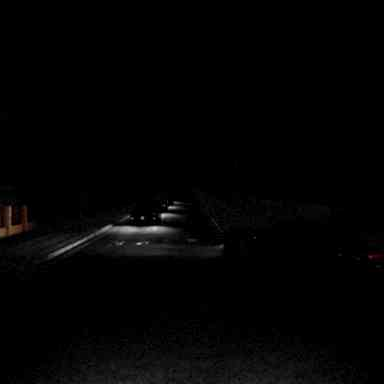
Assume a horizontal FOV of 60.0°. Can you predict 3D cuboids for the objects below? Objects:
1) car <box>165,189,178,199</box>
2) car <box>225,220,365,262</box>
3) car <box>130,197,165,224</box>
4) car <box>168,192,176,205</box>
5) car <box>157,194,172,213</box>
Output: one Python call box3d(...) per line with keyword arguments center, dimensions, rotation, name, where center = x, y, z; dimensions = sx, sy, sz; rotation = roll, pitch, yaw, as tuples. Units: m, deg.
box3d(center=(-3.539, 0.347, 58.073), dimensions=(2.128, 1.511, 4.902), rotation=(0, 1, -1), name="car")
box3d(center=(3.610, 1.694, 12.364), dimensions=(4.718, 1.301, 1.895), rotation=(2, 0, 10), name="car")
box3d(center=(-3.176, 1.349, 23.552), dimensions=(1.837, 1.490, 4.892), rotation=(0, 1, -1), name="car")
box3d(center=(-3.420, 0.979, 42.665), dimensions=(1.812, 1.442, 4.674), rotation=(0, 1, -1), name="car")
box3d(center=(-3.298, 1.184, 32.725), dimensions=(1.812, 1.442, 4.674), rotation=(0, 1, -1), name="car")
